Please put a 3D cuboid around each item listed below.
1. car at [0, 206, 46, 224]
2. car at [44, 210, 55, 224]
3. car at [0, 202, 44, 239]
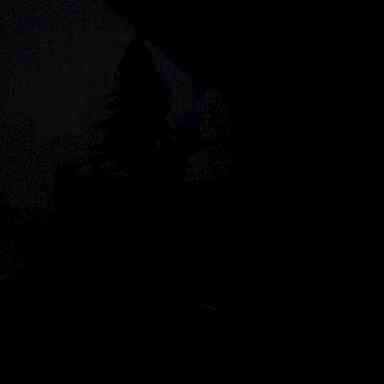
[{"bbox_3d":[-15.583,1.989,29.967,1.994,1.385,4.181,-1,-1,24],"label":"car"},{"bbox_3d":[-13.305,1.922,26.477,2.033,1.411,5.357,-1,-1,24],"label":"car"},{"bbox_3d":[-9.864,1.455,15.894,2.150,2.045,5.566,-2,-1,8],"label":"car"}]
